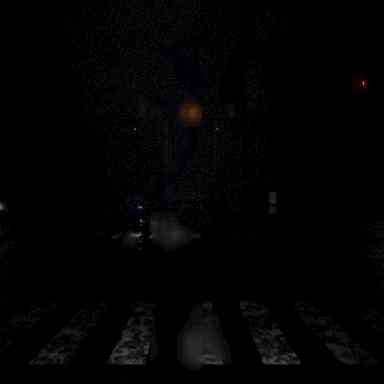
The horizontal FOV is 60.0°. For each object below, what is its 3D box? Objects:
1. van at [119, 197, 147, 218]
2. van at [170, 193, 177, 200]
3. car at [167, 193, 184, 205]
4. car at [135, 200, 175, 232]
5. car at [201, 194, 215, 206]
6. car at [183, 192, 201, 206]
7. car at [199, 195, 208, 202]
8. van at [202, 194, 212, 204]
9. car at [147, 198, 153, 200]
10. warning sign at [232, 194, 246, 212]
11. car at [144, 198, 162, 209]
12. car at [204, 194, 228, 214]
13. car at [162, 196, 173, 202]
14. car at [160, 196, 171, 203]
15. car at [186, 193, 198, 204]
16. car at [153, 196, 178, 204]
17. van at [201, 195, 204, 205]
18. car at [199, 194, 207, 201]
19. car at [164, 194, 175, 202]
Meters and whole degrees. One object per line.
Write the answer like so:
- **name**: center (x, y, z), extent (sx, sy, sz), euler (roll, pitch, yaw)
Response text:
- **van**: center (-5.394, 1.338, 29.984), extent (1.690, 1.788, 3.998), euler (0, 0, 0)
- **van**: center (-5.344, 1.325, 94.859), extent (1.690, 1.788, 3.998), euler (0, 0, 0)
- **car**: center (-2.744, 1.469, 56.911), extent (1.882, 1.535, 5.008), euler (0, 0, 0)
- **car**: center (-2.344, 1.502, 20.321), extent (1.837, 1.490, 4.892), euler (0, 0, -8)
- **car**: center (2.712, 1.307, 57.013), extent (2.192, 1.841, 5.009), euler (0, 0, 0)
- **car**: center (0.080, 1.344, 55.296), extent (2.097, 1.767, 4.553), euler (0, 0, 0)
- **car**: center (2.703, 1.512, 78.808), extent (1.752, 1.417, 4.829), euler (0, 0, 0)
- **van**: center (2.710, 1.331, 62.419), extent (1.690, 1.788, 3.998), euler (0, 0, 0)
- **car**: center (-5.386, 1.561, 40.797), extent (1.947, 1.339, 4.313), euler (0, 0, 0)
- **warning sign**: center (4.959, 1.111, 34.930), extent (1.300, 1.860, 1.060), euler (0, 0, 0)
- **car**: center (-5.382, 1.539, 46.203), extent (1.887, 1.381, 4.507), euler (0, 0, 0)
- **car**: center (2.721, 1.311, 35.388), extent (2.192, 1.841, 5.009), euler (0, 0, 0)
- **car**: center (-5.361, 1.554, 73.234), extent (1.947, 1.339, 4.313), euler (0, 0, 0)
- **car**: center (-5.365, 1.540, 67.828), extent (2.008, 1.369, 4.403), euler (0, 0, 0)
- **car**: center (0.032, 1.211, 65.222), extent (2.150, 2.045, 5.566), euler (0, 0, 0)
- **car**: center (-2.830, 1.500, 36.489), extent (1.837, 1.490, 4.892), euler (0, 0, 0)
- **van**: center (2.714, 1.334, 51.606), extent (1.690, 1.788, 3.998), euler (0, 0, 0)
- **car**: center (2.701, 1.426, 84.043), extent (1.967, 1.590, 4.097), euler (0, 0, 0)
- **car**: center (-5.357, 1.302, 78.640), extent (2.192, 1.841, 5.009), euler (0, 0, 0)
